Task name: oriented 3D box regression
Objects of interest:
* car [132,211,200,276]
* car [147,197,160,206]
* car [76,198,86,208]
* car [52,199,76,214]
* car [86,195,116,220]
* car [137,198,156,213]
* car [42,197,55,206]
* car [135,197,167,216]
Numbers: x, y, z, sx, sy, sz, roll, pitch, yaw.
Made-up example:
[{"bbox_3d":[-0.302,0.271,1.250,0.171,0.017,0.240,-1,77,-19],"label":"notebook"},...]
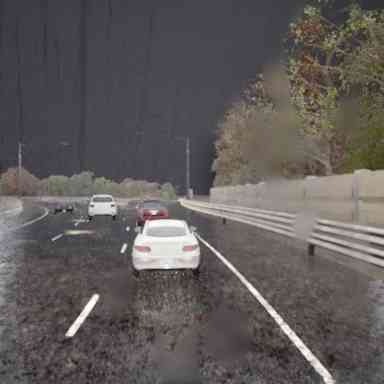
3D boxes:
[{"bbox_3d":[-0.821,1.546,10.374,1.812,1.442,4.674,0,0,-5],"label":"car"},{"bbox_3d":[-6.508,1.639,56.649,1.812,1.442,4.674,0,0,-1],"label":"car"},{"bbox_3d":[-16.544,1.610,50.392,2.128,1.511,4.902,0,0,-27],"label":"car"},{"bbox_3d":[-14.303,1.691,37.241,1.895,1.301,4.718,0,0,-21],"label":"car"},{"bbox_3d":[-7.869,1.287,29.109,2.150,2.045,5.566,0,0,-16],"label":"car"},{"bbox_3d":[-5.367,1.572,39.761,2.128,1.511,4.902,0,0,-7],"label":"car"},{"bbox_3d":[-24.160,1.632,56.469,2.128,1.511,4.902,0,0,-32],"label":"car"},{"bbox_3d":[-2.942,1.400,23.684,2.097,1.767,4.553,0,0,-12],"label":"car"}]
